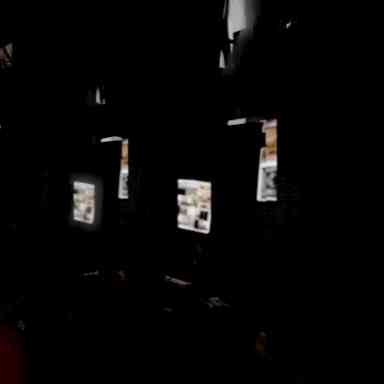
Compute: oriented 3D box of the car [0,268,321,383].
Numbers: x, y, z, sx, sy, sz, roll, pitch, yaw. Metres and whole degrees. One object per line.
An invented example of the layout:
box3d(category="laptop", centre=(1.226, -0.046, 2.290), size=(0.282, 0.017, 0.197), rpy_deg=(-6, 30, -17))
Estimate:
box3d(category="car", centre=(-1.017, 1.544, 3.600), size=(4.507, 1.381, 1.887), rpy_deg=(0, 0, 35))
